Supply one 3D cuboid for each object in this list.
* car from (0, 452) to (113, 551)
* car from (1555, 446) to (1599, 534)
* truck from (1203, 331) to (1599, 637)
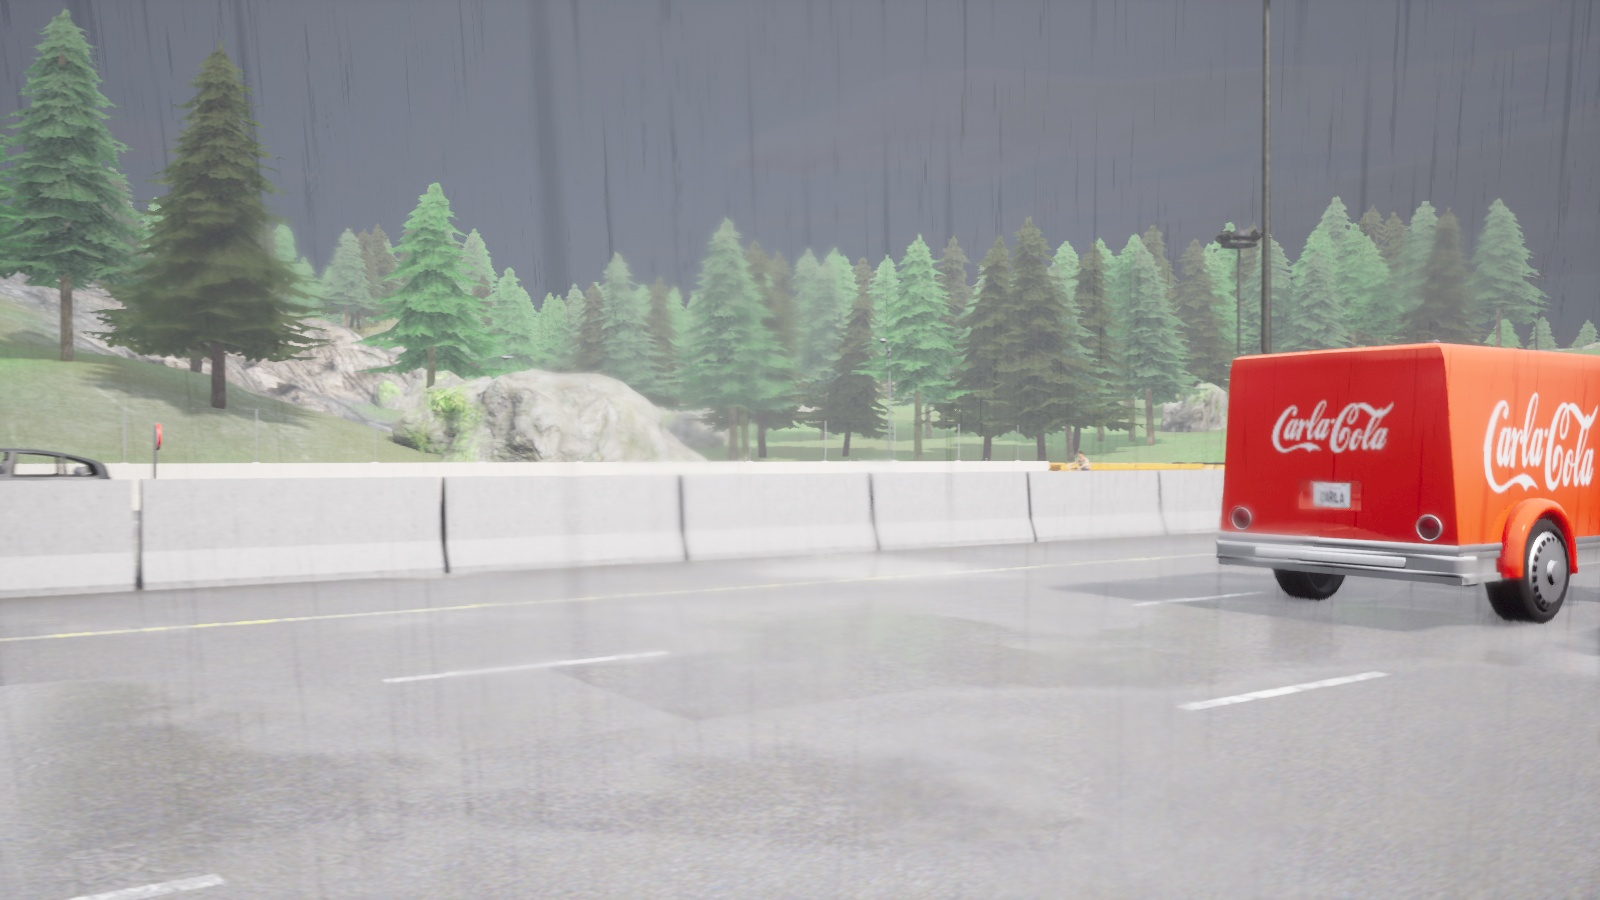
[{"bbox_3d":[-13.190,0.800,20.065,3.705,1.549,1.789,0,0,-35],"label":"car"},{"bbox_3d":[16.463,0.707,23.646,5.366,1.575,1.801,0,0,-35],"label":"car"},{"bbox_3d":[6.825,0.275,12.676,5.204,2.467,2.627,0,0,-35],"label":"truck"}]
